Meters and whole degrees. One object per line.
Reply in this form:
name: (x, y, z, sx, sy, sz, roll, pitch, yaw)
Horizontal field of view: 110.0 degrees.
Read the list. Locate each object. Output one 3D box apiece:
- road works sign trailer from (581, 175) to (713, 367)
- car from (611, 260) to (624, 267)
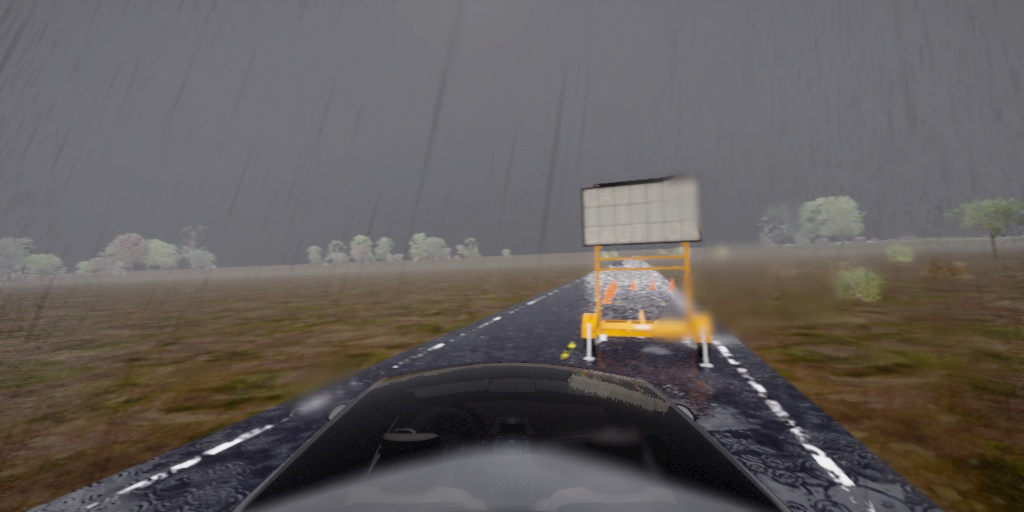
road works sign trailer: (2.874, 0.151, 7.845, 2.380, 3.560, 2.880, 0, 0, 19)
car: (17.784, 1.037, 60.315, 2.033, 1.411, 5.357, -2, 0, 19)
